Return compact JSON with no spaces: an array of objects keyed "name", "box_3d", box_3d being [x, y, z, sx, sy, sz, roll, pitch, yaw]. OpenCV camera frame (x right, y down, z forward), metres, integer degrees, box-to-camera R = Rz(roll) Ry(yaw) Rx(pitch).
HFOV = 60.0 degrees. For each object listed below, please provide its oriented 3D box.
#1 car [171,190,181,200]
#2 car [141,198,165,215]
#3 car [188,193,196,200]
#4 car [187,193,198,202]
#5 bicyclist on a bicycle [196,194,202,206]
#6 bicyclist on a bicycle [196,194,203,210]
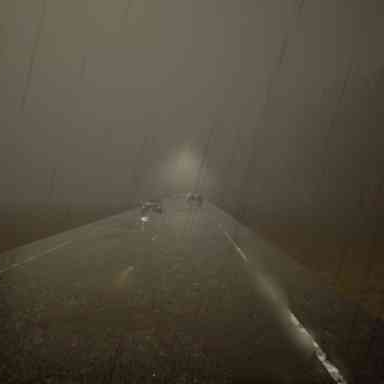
[{"name":"car","box_3d":[-3.499,0.671,74.435,2.150,2.045,5.566,0,0,0]},{"name":"car","box_3d":[-3.596,1.294,31.438,1.812,1.442,4.674,0,0,0]},{"name":"car","box_3d":[0.001,0.992,76.451,1.994,1.385,4.181,0,0,0]},{"name":"car","box_3d":[0.010,1.029,61.149,1.882,1.535,5.008,0,1,0]},{"name":"bicyclist on a bicycle","box_3d":[0.931,1.099,45.973,0.866,1.612,1.509,0,0,0]},{"name":"bicyclist on a bicycle","box_3d":[0.963,1.187,36.164,0.582,1.620,1.656,0,0,0]}]
